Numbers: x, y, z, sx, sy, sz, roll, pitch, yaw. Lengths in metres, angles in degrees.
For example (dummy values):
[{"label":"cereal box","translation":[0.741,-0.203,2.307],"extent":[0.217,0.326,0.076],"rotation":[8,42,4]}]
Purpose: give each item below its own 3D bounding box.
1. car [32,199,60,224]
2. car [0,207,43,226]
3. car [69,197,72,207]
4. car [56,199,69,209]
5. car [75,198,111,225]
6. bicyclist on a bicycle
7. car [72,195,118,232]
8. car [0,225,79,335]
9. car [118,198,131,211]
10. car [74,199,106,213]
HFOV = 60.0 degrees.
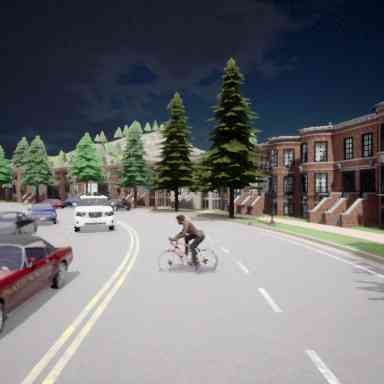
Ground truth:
[{"label":"car","translation":[-10.925,1.526,24.293],"extent":[1.812,1.442,4.674],"rotation":[0,0,-25]},{"label":"car","translation":[-8.178,1.564,14.539],"extent":[1.994,1.385,4.181],"rotation":[0,0,-12]},{"label":"car","translation":[-16.404,1.352,47.164],"extent":[4.553,1.767,2.097],"rotation":[0,0,39]},{"label":"car","translation":[-18.998,1.564,44.841],"extent":[4.181,1.385,1.994],"rotation":[0,0,37]},{"label":"car","translation":[-7.765,1.404,25.798],"extent":[2.097,1.767,4.553],"rotation":[0,0,-25]},{"label":"bicyclist on a bicycle","translation":[-0.132,1.454,9.170],"extent":[1.656,1.620,0.582],"rotation":[-2,0,-2]},{"label":"car","translation":[-6.067,1.224,20.517],"extent":[2.150,2.045,5.566],"rotation":[0,0,-18]},{"label":"car","translation":[-3.876,1.601,6.368],"extent":[1.895,1.301,4.718],"rotation":[0,0,-3]},{"label":"car","translation":[-9.152,1.505,40.279],"extent":[1.837,1.490,4.892],"rotation":[0,0,-40]},{"label":"car","translation":[-11.655,1.526,37.894],"extent":[1.812,1.442,4.674],"rotation":[0,0,-40]}]
